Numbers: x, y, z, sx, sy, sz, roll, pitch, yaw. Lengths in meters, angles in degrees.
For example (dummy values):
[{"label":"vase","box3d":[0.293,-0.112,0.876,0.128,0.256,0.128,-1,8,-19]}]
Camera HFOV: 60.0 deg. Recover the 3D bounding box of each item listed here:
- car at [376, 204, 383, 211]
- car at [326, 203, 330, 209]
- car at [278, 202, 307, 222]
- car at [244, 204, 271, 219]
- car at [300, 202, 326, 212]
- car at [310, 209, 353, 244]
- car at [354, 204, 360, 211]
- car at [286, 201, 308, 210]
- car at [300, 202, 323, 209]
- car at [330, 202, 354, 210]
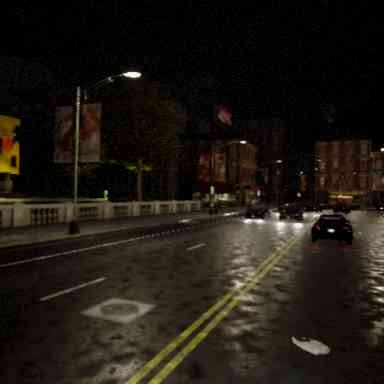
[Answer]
[{"label":"car","box3d":[36.641,2.946,62.444,4.902,1.511,2.128,2,-1,-30]},{"label":"car","box3d":[24.726,2.689,62.371,4.181,1.385,1.994,2,-1,-43]},{"label":"car","box3d":[9.472,2.024,31.601,1.812,1.442,4.674,1,-1,24]},{"label":"car","box3d":[6.978,2.011,34.666,2.033,1.411,5.357,1,-1,24]},{"label":"car","box3d":[17.853,2.326,48.855,1.882,1.535,5.008,1,-1,33]},{"label":"car","box3d":[7.679,1.906,18.266,1.994,1.385,4.181,1,-1,24]},{"label":"car","box3d":[29.065,2.827,61.480,4.718,1.301,1.895,2,-1,-39]},{"label":"car","box3d":[19.483,2.516,61.624,2.002,1.452,4.674,1,-1,43]},{"label":"car","box3d":[23.583,2.724,65.622,4.718,1.301,1.895,2,-1,-37]},{"label":"car","box3d":[21.638,2.437,47.933,1.837,1.490,4.892,1,-1,33]}]
